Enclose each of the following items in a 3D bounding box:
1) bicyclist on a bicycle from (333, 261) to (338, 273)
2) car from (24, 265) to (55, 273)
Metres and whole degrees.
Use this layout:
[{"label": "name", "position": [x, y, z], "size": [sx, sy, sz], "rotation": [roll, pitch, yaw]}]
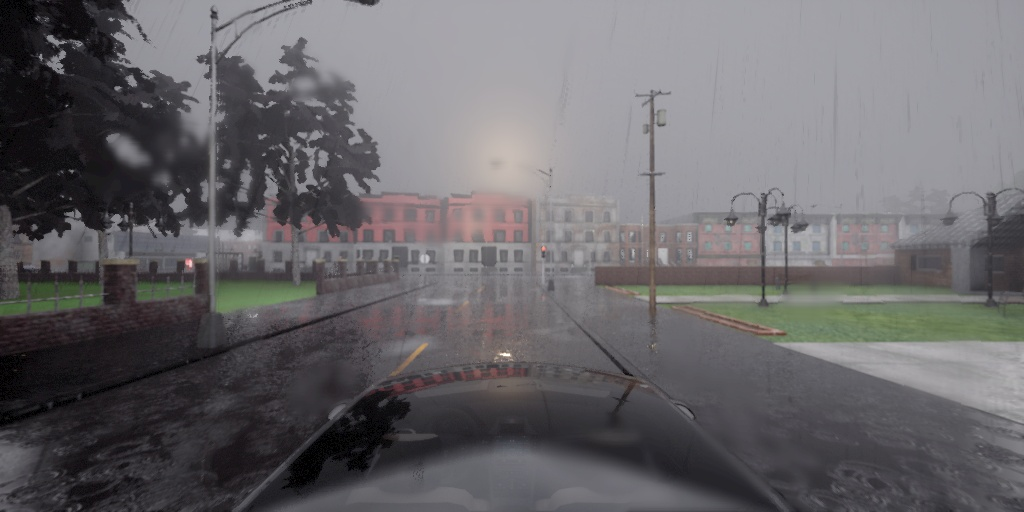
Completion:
[{"label": "bicyclist on a bicycle", "position": [-22.686, 1.513, 46.157], "size": [0.582, 1.620, 1.656], "rotation": [0, 0, 0]}, {"label": "car", "position": [-51.763, 1.634, 37.842], "size": [5.357, 1.411, 2.033], "rotation": [0, -1, 0]}]
